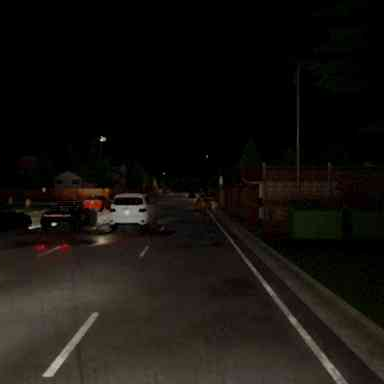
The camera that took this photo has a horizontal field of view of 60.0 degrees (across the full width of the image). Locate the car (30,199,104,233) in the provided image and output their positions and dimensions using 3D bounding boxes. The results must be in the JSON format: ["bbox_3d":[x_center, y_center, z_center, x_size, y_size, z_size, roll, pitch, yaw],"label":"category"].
[{"bbox_3d":[-6.896,1.400,19.079,2.128,1.511,4.902,0,0,0],"label":"car"}]

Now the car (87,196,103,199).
[{"bbox_3d":[-10.392,1.176,36.748,2.097,1.767,4.553,0,0,0],"label":"car"}]

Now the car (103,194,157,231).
[{"bbox_3d":[-3.395,1.126,20.038,2.150,2.045,5.566,0,0,0],"label":"car"}]

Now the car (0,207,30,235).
[{"bbox_3d":[-10.396,1.478,17.815,1.994,1.385,4.181,0,0,0],"label":"car"}]

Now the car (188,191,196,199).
[{"bbox_3d":[0.020,1.014,90.921,2.033,1.411,5.357,0,0,0],"label":"car"}]

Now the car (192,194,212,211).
[{"bbox_3d":[1.233,1.277,37.450,1.801,1.575,5.366,0,0,0],"label":"car"}]
